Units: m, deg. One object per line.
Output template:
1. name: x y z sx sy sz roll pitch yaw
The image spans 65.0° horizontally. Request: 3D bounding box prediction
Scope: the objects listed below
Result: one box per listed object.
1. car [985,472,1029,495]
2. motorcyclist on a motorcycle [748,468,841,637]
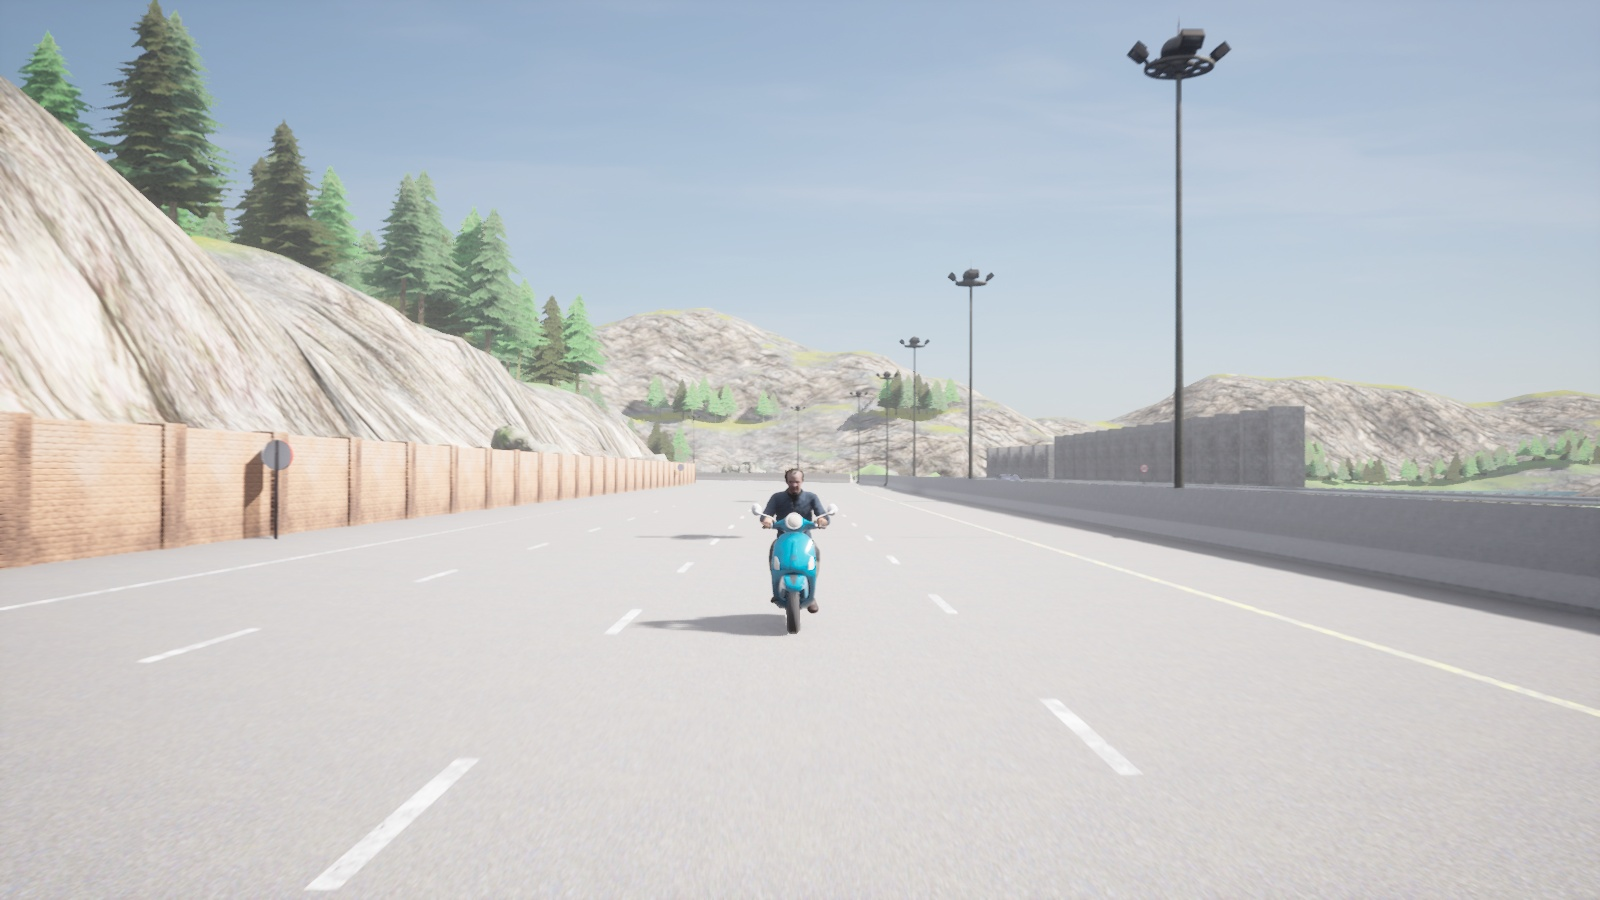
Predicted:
1. car: 13.640 2.188 82.981 2.033 1.411 5.357 0 -1 0
2. motorcyclist on a motorcycle: -0.056 0.981 12.746 0.866 1.590 1.817 0 -1 0
